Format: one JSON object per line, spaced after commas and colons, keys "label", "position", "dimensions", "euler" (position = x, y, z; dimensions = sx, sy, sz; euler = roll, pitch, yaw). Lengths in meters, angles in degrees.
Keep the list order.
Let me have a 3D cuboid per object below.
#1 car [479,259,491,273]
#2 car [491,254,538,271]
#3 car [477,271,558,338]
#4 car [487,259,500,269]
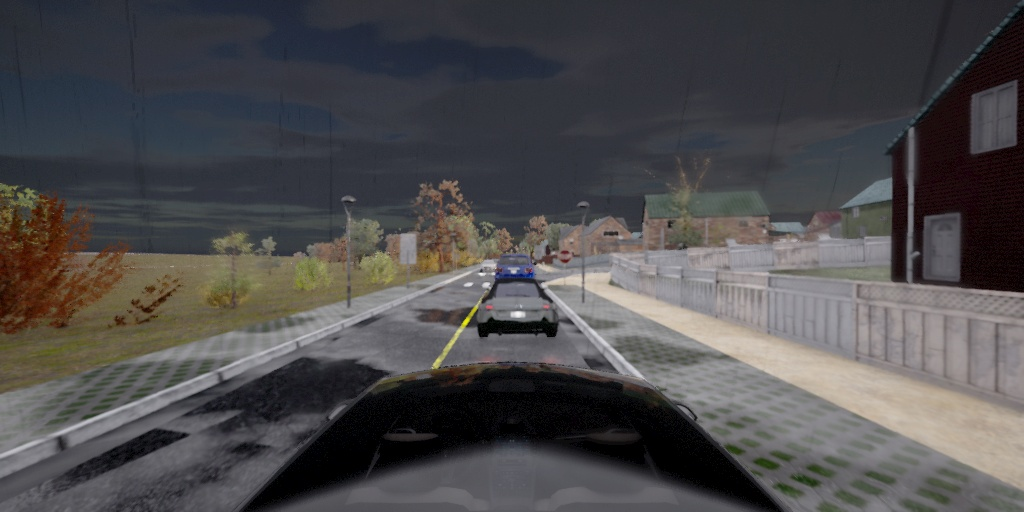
{"label": "car", "position": [-2.796, 1.186, 42.497], "dimensions": [1.812, 1.442, 4.674], "euler": [0, 0, -2]}
{"label": "car", "position": [0.316, 0.922, 21.572], "dimensions": [2.150, 2.045, 5.566], "euler": [0, 0, 5]}
{"label": "car", "position": [0.103, 1.292, 10.114], "dimensions": [1.994, 1.385, 4.181], "euler": [0, 0, -1]}
{"label": "car", "position": [-2.848, 1.146, 55.616], "dimensions": [1.837, 1.490, 4.892], "euler": [0, 0, 0]}
